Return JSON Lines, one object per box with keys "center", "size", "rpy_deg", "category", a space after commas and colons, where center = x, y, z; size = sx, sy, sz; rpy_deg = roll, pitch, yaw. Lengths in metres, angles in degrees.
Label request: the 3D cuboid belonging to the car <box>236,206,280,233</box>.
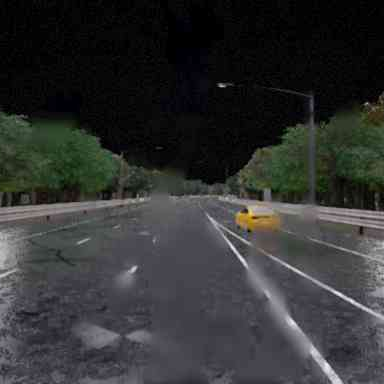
{"center": [4.037, 1.652, 21.056], "size": [1.882, 1.535, 5.008], "rpy_deg": [0, 0, -3], "category": "car"}
